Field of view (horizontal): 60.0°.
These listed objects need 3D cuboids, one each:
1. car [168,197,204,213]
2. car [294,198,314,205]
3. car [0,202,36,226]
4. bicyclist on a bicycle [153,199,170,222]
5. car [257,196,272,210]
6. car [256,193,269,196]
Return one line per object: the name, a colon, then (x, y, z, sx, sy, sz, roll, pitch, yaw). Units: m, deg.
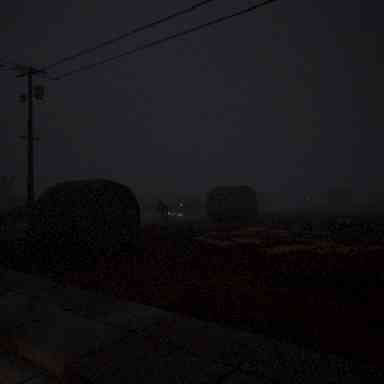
car: (-0.658, 1.364, 37.725, 2.097, 1.767, 4.553, 0, 0, 38)
car: (19.262, 1.602, 56.982, 1.895, 1.301, 4.718, 0, 0, 38)
car: (-11.827, 1.515, 23.599, 1.837, 1.490, 4.892, 0, 1, 38)
bicyclist on a bicycle: (-2.182, 1.298, 23.736, 1.656, 1.620, 0.582, -1, 0, 38)
car: (8.966, 1.566, 43.945, 1.994, 1.385, 4.181, 0, 0, 38)
car: (10.109, 1.144, 51.202, 2.150, 2.045, 5.566, 0, 0, 38)
